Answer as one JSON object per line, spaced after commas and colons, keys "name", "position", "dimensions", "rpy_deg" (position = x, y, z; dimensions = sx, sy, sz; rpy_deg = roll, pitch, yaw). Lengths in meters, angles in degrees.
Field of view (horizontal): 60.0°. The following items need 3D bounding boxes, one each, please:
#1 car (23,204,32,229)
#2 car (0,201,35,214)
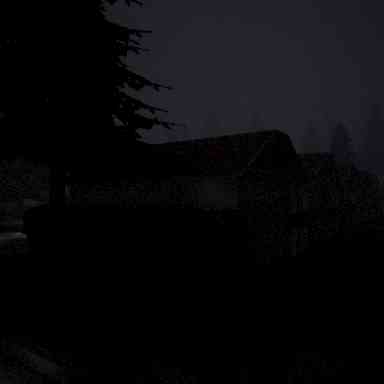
{"name": "car", "position": [-9.409, 1.869, 23.719], "dimensions": [2.097, 1.767, 4.553], "rpy_deg": [-1, -1, 36]}
{"name": "car", "position": [-26.827, 2.299, 50.979], "dimensions": [2.097, 1.767, 4.553], "rpy_deg": [-1, -1, 35]}
